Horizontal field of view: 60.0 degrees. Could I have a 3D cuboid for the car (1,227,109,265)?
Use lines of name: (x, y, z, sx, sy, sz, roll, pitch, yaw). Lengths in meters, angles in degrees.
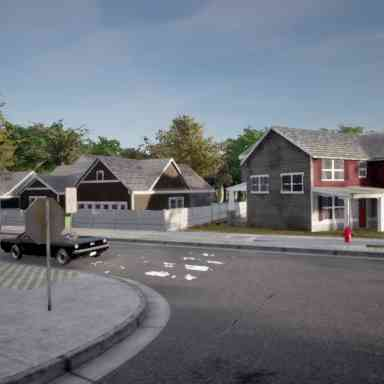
car: (-5.766, 2.139, 13.965, 4.718, 1.301, 1.895, -2, 0, 30)
